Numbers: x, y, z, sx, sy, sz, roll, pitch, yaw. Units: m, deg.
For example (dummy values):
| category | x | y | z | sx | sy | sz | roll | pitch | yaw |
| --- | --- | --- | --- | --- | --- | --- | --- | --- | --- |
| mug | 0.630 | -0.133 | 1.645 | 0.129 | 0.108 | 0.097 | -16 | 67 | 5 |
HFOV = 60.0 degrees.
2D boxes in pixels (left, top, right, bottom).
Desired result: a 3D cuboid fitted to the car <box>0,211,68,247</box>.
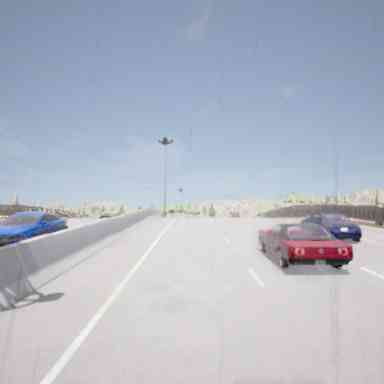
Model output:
| category | x | y | z | sx | sy | sz | roll | pitch | yaw |
| --- | --- | --- | --- | --- | --- | --- | --- | --- | --- |
| car | -7.096 | 1.621 | 14.515 | 1.882 | 1.535 | 5.008 | 0 | -1 | 0 |

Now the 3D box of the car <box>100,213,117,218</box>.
| category | x | y | z | sx | sy | sz | roll | pitch | yaw |
| --- | --- | --- | --- | --- | --- | --- | --- | --- | --- |
| car | -14.041 | 4.152 | 56.047 | 1.895 | 1.301 | 4.718 | 0 | -8 | 1 |

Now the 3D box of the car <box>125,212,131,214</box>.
| category | x | y | z | sx | sy | sz | roll | pitch | yaw |
| --- | --- | --- | --- | --- | --- | --- | --- | --- | --- |
| car | -10.536 | 4.156 | 56.474 | 2.033 | 1.411 | 5.357 | 0 | -8 | 1 |

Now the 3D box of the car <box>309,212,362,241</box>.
| category | x | y | z | sx | sy | sz | roll | pitch | yaw |
| --- | --- | --- | --- | --- | --- | --- | --- | --- | --- |
| car | 7.102 | 1.736 | 17.521 | 1.994 | 1.385 | 4.181 | 0 | -1 | 0 |

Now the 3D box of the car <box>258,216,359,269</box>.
| category | x | y | z | sx | sy | sz | roll | pitch | yaw |
| --- | --- | --- | --- | --- | --- | --- | --- | --- | --- |
| car | 3.601 | 1.715 | 11.547 | 1.895 | 1.301 | 4.718 | 0 | -1 | 0 |
